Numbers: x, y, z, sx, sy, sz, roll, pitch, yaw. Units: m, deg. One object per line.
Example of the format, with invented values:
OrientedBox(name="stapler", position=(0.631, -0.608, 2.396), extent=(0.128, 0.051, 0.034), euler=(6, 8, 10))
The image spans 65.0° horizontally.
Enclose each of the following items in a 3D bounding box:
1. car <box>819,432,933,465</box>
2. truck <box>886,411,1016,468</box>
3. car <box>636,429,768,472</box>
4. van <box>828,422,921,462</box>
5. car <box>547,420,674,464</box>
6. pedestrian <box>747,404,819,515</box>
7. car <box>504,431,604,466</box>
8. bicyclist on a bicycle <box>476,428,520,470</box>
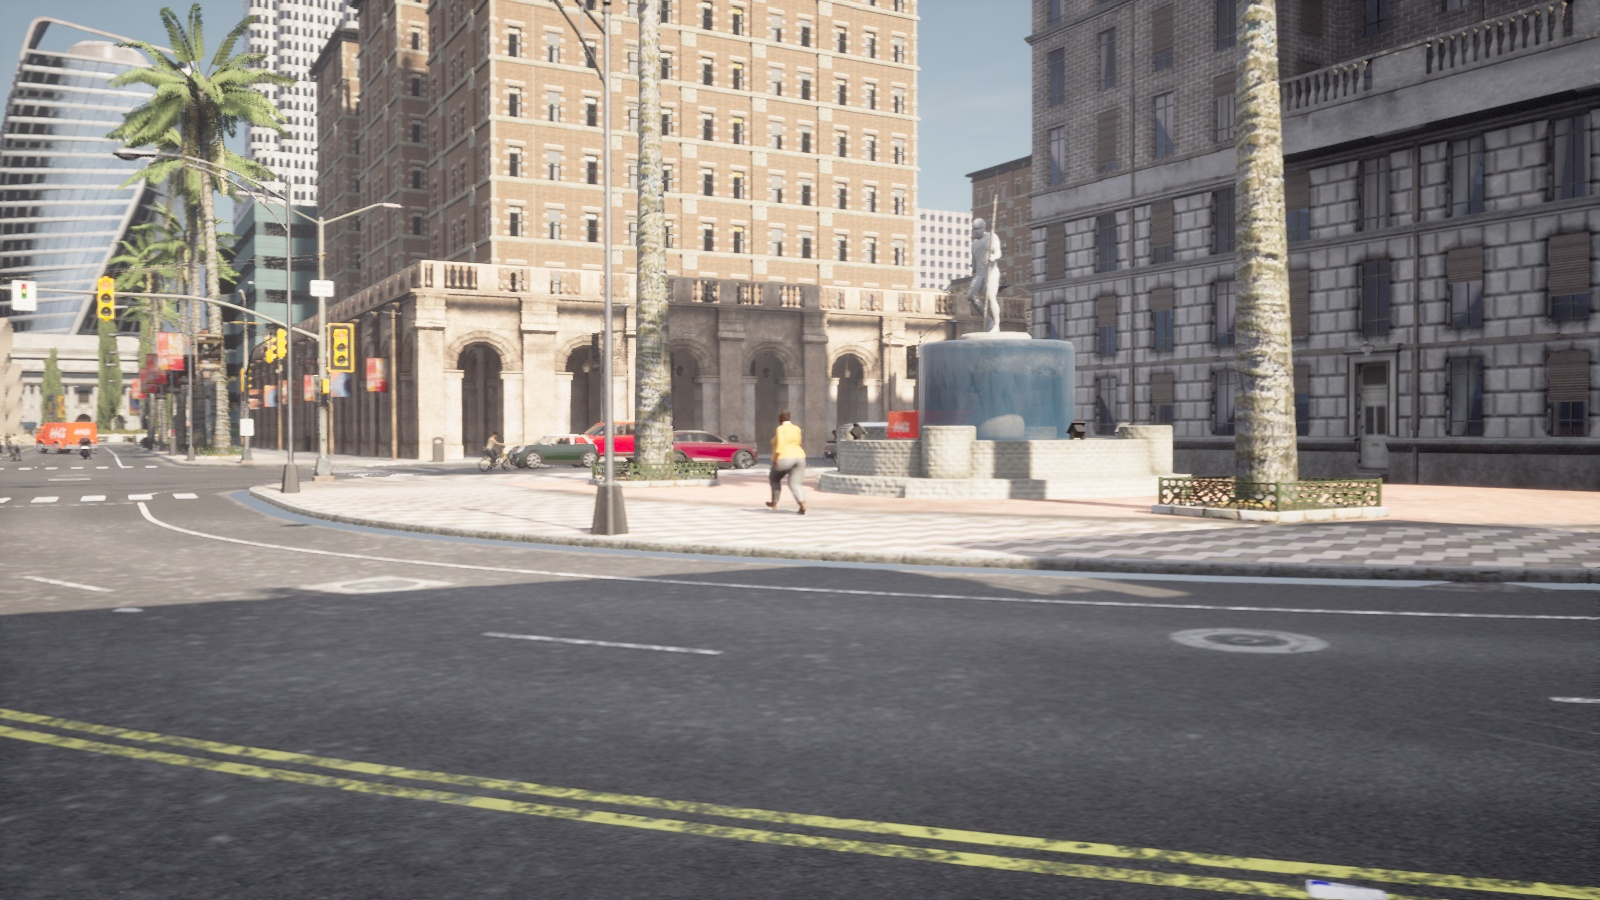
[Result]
OrientedBox(name="car", position=(3.550, -0.086, 58.434), extent=(4.902, 1.511, 2.128), euler=(0, 1, -30))
OrientedBox(name="truck", position=(6.772, -0.482, 56.208), extent=(5.204, 2.467, 2.627), euler=(0, 1, -30))
OrientedBox(name="car", position=(-3.923, -0.018, 50.308), extent=(4.856, 1.649, 2.033), euler=(-1, 1, -29))
OrientedBox(name="van", position=(3.951, -0.440, 66.674), extent=(4.480, 2.038, 2.069), euler=(0, 1, -29))
OrientedBox(name="car", position=(-8.964, -0.389, 59.480), extent=(5.566, 2.045, 2.150), euler=(0, 1, -28))
OrientedBox(name="pedestrian", position=(-0.298, 0.157, 21.568), extent=(0.874, 1.855, 0.900), euler=(0, 1, -37))
OrientedBox(name="car", position=(-10.685, -0.075, 54.531), extent=(3.806, 1.475, 1.970), euler=(0, 1, -29))
OrientedBox(name="bicyclist on a bicycle", position=(-11.982, -0.038, 49.827), extent=(1.509, 1.612, 0.866), euler=(0, 1, -29))
